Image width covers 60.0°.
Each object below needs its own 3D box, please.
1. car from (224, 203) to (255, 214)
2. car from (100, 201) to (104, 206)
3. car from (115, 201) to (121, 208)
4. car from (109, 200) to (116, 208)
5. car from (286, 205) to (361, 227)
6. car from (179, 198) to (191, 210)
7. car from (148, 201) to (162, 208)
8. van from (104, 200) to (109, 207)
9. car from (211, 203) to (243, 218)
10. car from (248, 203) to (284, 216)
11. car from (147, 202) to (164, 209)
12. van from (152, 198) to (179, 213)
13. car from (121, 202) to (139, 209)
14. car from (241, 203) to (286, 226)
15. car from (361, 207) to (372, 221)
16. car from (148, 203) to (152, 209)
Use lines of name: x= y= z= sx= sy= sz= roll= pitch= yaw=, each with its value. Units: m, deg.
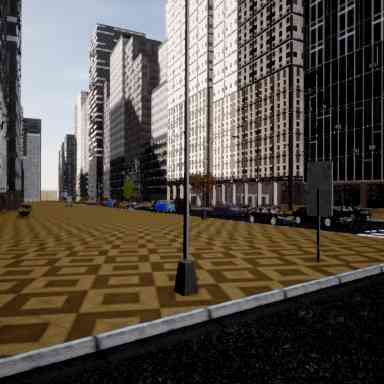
car: x=6.303 y=2.168 z=44.757 sx=1.947 sy=1.339 sz=4.313 roll=-1 pitch=-1 yaw=-26
car: x=-23.248 y=3.053 z=86.698 sx=1.887 sy=1.381 sz=4.507 roll=-1 pitch=-1 yaw=-26
car: x=-13.396 y=2.602 z=66.287 sx=1.752 sy=1.417 sz=4.829 roll=-1 pitch=-1 yaw=-26
car: x=-15.914 y=2.731 z=71.505 sx=1.887 sy=1.381 sz=4.507 roll=-1 pitch=-1 yaw=-26
car: x=9.565 y=1.734 z=24.686 sx=1.837 sy=1.490 sz=4.892 roll=0 pitch=-1 yaw=-25
car: x=-2.183 y=2.070 z=56.407 sx=2.150 sy=2.045 sz=5.566 roll=0 pitch=-1 yaw=-26
car: x=-8.366 y=2.809 z=75.147 sx=1.802 sy=1.307 sz=4.206 roll=-1 pitch=-1 yaw=-26
van: x=-18.362 y=2.635 z=76.571 sx=1.690 sy=1.788 sz=3.998 roll=-1 pitch=-1 yaw=-26
car: x=4.071 y=1.999 z=36.090 sx=2.033 sy=1.411 sz=5.357 roll=0 pitch=-1 yaw=-26
car: x=8.748 y=2.068 z=39.692 sx=1.947 sy=1.339 sz=4.313 roll=-1 pitch=-1 yaw=-26
car: x=-7.476 y=2.675 z=67.362 sx=1.895 sy=1.301 sz=4.718 roll=0 pitch=-1 yaw=-26
van: x=-3.693 y=2.005 z=46.183 sx=1.690 sy=1.788 sz=3.998 roll=-1 pitch=-1 yaw=-26
car: x=-11.024 y=2.525 z=61.374 sx=2.008 sy=1.369 sz=4.403 roll=-1 pitch=-1 yaw=-26
car: x=6.092 y=1.814 z=25.919 sx=2.008 sy=1.369 sz=4.403 roll=-1 pitch=-1 yaw=-26
car: x=13.638 y=1.854 z=29.562 sx=2.008 sy=1.369 sz=4.403 roll=-1 pitch=-1 yaw=-26
car: x=-5.393 y=2.359 z=55.901 sx=1.837 sy=1.490 sz=4.892 roll=0 pitch=-2 yaw=-25
